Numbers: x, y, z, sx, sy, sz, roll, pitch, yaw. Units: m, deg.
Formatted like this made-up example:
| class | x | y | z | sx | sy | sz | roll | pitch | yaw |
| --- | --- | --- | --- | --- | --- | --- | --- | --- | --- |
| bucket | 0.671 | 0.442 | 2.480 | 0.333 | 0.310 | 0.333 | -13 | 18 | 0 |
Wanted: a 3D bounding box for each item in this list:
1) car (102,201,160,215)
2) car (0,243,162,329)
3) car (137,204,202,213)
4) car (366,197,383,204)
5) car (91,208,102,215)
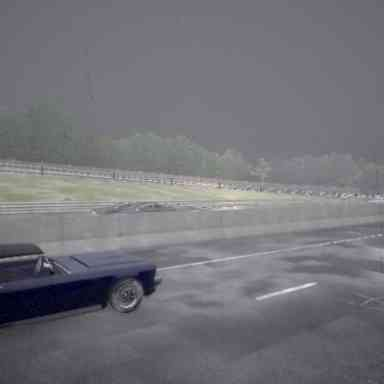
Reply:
| class | x | y | z | sx | sy | sz | roll | pitch | yaw |
| --- | --- | --- | --- | --- | --- | --- | --- | --- | --- |
| car | -3.329 | 1.491 | 23.099 | 4.902 | 1.511 | 2.128 | 0 | 0 | -35 |
| car | -2.939 | 1.601 | 5.972 | 4.718 | 1.301 | 1.895 | 0 | 0 | -35 |
| car | -0.715 | 1.600 | 20.664 | 4.718 | 1.301 | 1.895 | 0 | 0 | -35 |
| car | 27.816 | 1.535 | 49.492 | 4.674 | 1.442 | 1.812 | 0 | 0 | -35 |
| car | -5.359 | 1.491 | 25.951 | 4.902 | 1.511 | 2.128 | 0 | 0 | -35 |
